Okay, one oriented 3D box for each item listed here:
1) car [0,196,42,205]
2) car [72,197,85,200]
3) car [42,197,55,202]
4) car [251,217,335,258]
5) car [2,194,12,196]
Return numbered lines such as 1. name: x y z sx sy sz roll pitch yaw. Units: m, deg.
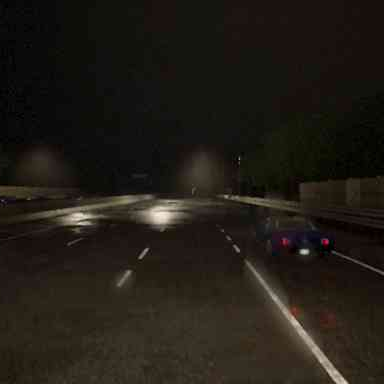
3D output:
1. car: -17.613 1.447 33.908 1.837 1.490 4.892 0 0 0
2. car: -17.592 1.482 51.677 1.994 1.385 4.181 0 0 0
3. car: -21.114 1.428 47.277 1.837 1.490 4.892 0 0 0
4. car: 3.515 1.579 12.627 1.895 1.301 4.718 0 0 0
5. car: -28.099 1.270 50.046 2.097 1.767 4.553 0 0 0
